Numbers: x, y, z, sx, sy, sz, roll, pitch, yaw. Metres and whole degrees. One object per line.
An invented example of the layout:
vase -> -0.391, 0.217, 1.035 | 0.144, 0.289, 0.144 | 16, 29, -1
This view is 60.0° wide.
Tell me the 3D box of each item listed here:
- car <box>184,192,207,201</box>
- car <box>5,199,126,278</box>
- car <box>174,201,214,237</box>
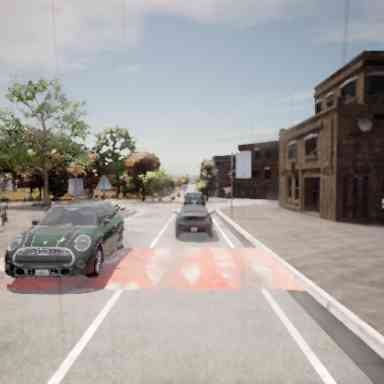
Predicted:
car -> 0.329, 1.039, 33.852 | 2.150, 2.045, 5.566 | 0, 1, 2
car -> -3.326, 1.101, 9.624 | 2.097, 1.767, 4.553 | 0, 2, 0
car -> 0.098, 1.426, 17.442 | 1.837, 1.490, 4.892 | 0, 0, 0
